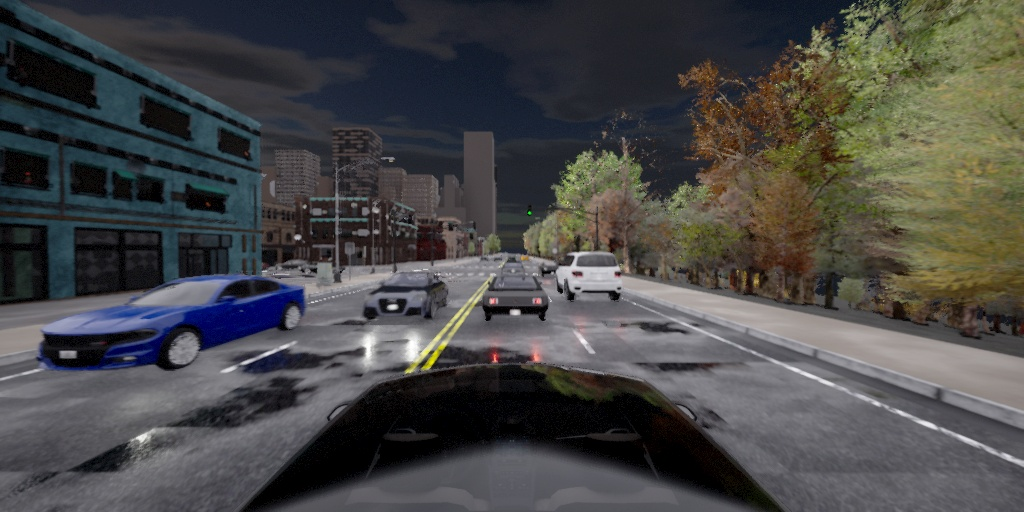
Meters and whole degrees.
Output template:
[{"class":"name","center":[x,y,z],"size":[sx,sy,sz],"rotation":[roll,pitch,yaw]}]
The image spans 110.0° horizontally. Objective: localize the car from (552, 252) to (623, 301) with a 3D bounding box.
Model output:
[{"class":"car","center":[3.343,0.842,16.458],"size":[2.150,2.045,5.566],"rotation":[0,0,0]}]

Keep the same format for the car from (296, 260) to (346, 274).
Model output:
[{"class":"car","center":[-19.966,1.251,38.069],"size":[4.313,1.339,1.948],"rotation":[0,0,0]}]

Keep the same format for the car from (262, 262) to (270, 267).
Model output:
[{"class":"car","center":[-33.839,1.270,46.581],"size":[4.207,1.307,1.802],"rotation":[0,0,0]}]

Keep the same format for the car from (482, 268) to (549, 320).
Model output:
[{"class":"car","center":[0.095,1.259,12.162],"size":[1.895,1.301,4.718],"rotation":[0,1,0]}]

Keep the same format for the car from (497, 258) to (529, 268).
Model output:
[{"class":"car","center":[0.087,1.073,27.307],"size":[2.033,1.411,5.357],"rotation":[0,0,0]}]

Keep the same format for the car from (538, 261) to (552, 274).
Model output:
[{"class":"car","center":[3.331,1.090,31.419],"size":[1.895,1.301,4.718],"rotation":[0,0,0]}]

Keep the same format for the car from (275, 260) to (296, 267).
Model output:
[{"class":"car","center":[-28.303,1.174,46.577],"size":[4.403,1.370,2.007],"rotation":[0,0,0]}]

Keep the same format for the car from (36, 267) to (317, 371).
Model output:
[{"class":"car","center":[-6.603,1.175,7.829],"size":[1.882,1.535,5.008],"rotation":[0,0,0]}]

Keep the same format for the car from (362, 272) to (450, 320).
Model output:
[{"class":"car","center":[-3.350,1.224,12.049],"size":[1.994,1.385,4.181],"rotation":[0,0,0]}]
